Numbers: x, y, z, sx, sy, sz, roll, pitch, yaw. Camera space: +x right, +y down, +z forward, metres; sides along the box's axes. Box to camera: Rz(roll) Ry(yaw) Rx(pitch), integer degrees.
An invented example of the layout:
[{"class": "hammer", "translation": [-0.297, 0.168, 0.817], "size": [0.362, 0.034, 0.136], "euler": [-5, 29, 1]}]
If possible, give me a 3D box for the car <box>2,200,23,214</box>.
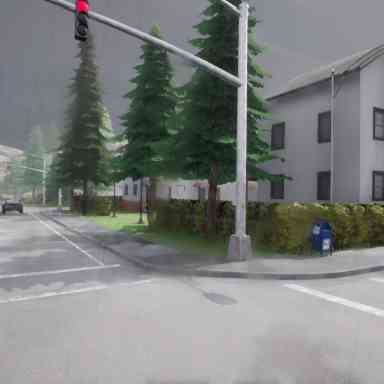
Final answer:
[{"class": "car", "translation": [-20.349, 1.658, 37.739], "size": [1.837, 1.490, 4.892], "euler": [1, -1, -32]}]
